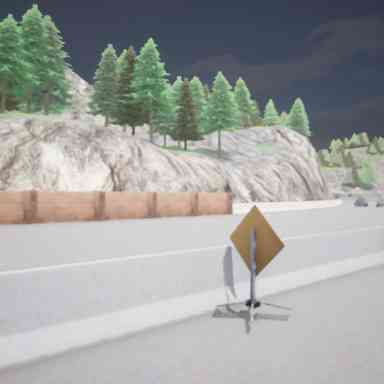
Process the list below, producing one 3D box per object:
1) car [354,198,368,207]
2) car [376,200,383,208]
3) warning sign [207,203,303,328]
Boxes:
[{"bbox_3d":[31.703,1.951,62.300,2.097,1.767,4.553,0,0,33],"label":"car"},{"bbox_3d":[34.709,2.130,60.508,1.812,1.442,4.674,0,0,33],"label":"car"},{"bbox_3d":[1.095,1.157,5.947,1.060,1.860,1.300,1,0,-36],"label":"warning sign"}]
